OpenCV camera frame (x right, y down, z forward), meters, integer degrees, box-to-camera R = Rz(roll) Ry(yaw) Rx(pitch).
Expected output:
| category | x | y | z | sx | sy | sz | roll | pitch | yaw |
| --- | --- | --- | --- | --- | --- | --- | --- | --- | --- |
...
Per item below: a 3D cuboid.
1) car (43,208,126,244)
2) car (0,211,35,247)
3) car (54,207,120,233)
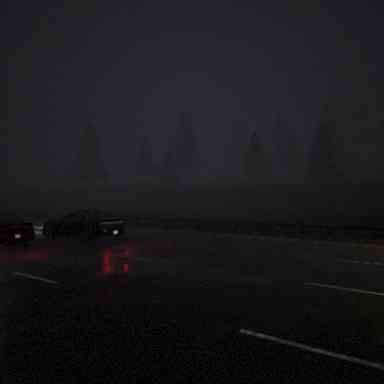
| category | x | y | z | sx | sy | sz | roll | pitch | yaw |
| --- | --- | --- | --- | --- | --- | --- | --- | --- | --- |
| car | -5.431 | 1.630 | 16.460 | 4.902 | 1.511 | 2.128 | -1 | 0 | 36 |
| car | -8.953 | 1.634 | 14.676 | 5.008 | 1.535 | 1.882 | -1 | 0 | 36 |
| car | -6.926 | 1.745 | 21.829 | 4.181 | 1.385 | 1.994 | -1 | 0 | 36 |
